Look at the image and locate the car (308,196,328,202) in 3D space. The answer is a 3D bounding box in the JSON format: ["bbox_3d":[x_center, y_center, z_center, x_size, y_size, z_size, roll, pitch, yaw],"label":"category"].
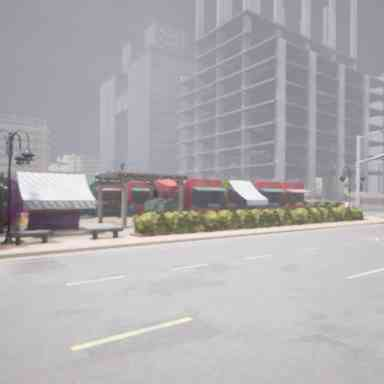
[{"bbox_3d":[24.720,1.772,67.487,1.905,1.878,3.866,1,0,-36],"label":"car"}]

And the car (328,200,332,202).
[{"bbox_3d":[27.112,1.805,69.199,1.905,1.878,3.866,1,0,-36],"label":"car"}]
